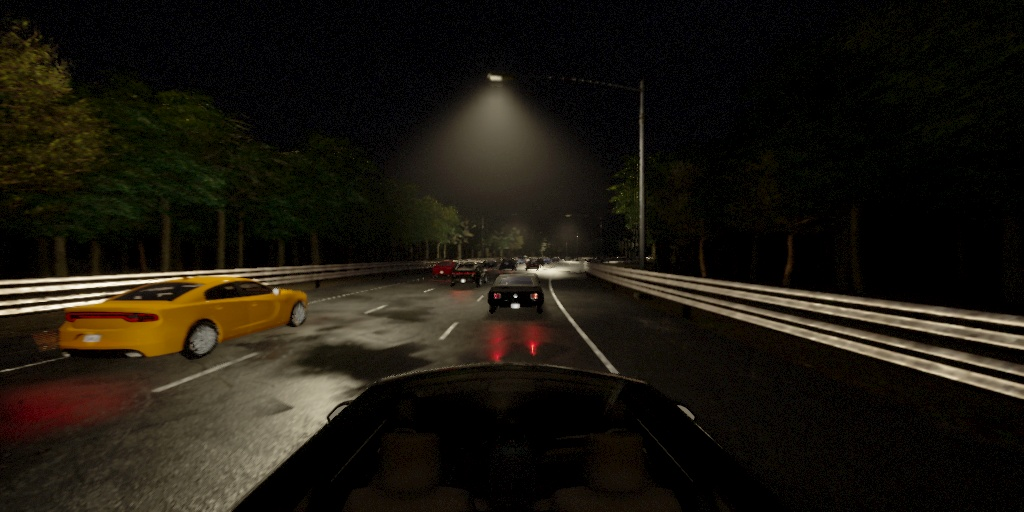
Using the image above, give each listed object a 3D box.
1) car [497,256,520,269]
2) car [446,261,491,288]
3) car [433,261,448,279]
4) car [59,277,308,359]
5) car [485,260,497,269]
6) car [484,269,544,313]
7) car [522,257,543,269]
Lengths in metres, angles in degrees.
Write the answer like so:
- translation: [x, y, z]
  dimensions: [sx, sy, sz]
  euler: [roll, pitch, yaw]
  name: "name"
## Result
- translation: [-0.455, 1.109, 52.342]
  dimensions: [2.097, 1.767, 4.553]
  euler: [0, 0, 7]
  name: "car"
- translation: [-2.825, 1.254, 24.207]
  dimensions: [1.837, 1.490, 4.892]
  euler: [0, 0, 3]
  name: "car"
- translation: [-5.807, 1.225, 33.088]
  dimensions: [1.882, 1.535, 5.008]
  euler: [0, 0, 4]
  name: "car"
- translation: [-6.885, 1.214, 8.395]
  dimensions: [1.882, 1.535, 5.008]
  euler: [0, 0, 1]
  name: "car"
- translation: [-3.531, 1.338, 57.389]
  dimensions: [1.895, 1.301, 4.718]
  euler: [1, 0, 8]
  name: "car"
- translation: [0.188, 1.355, 14.023]
  dimensions: [1.895, 1.301, 4.718]
  euler: [0, 0, 2]
  name: "car"
- translation: [3.181, 1.306, 54.225]
  dimensions: [2.033, 1.411, 5.357]
  euler: [0, 0, 7]
  name: "car"
